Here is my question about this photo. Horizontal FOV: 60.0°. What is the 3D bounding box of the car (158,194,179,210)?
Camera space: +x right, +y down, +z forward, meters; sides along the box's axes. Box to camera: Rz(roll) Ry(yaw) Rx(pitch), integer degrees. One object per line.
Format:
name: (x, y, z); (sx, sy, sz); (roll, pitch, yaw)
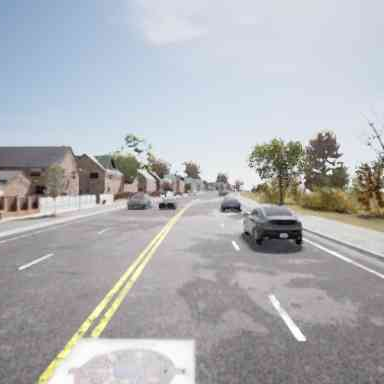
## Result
car: (-2.564, 1.255, 36.849); (1.895, 1.301, 4.718); (0, 1, 3)

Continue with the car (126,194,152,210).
car: (-5.809, 1.005, 36.866); (2.097, 1.767, 4.553); (0, 1, 3)

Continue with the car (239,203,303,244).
car: (3.493, 1.368, 14.925); (1.837, 1.490, 4.892); (0, 1, 1)

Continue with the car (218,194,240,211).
car: (4.066, 1.237, 35.167); (1.994, 1.385, 4.181); (0, 1, 2)

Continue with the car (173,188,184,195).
car: (-3.142, 0.145, 77.953); (2.150, 2.045, 5.566); (0, 1, 5)

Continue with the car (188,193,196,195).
car: (0.098, 0.460, 77.706); (2.033, 1.411, 5.357); (0, 1, 5)
